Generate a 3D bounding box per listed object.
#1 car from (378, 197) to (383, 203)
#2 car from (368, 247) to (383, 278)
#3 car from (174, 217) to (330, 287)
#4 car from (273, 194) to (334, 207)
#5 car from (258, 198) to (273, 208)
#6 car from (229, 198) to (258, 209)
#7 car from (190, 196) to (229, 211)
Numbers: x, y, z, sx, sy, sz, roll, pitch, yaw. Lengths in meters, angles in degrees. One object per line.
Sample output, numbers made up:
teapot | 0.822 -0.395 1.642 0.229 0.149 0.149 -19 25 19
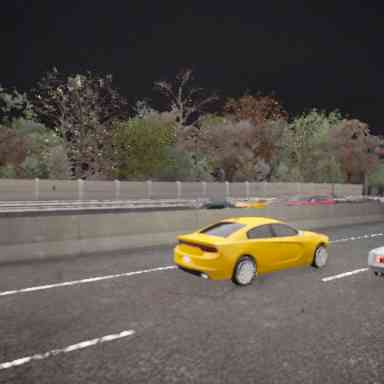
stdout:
car | 34.802 1.376 58.788 4.674 1.442 1.812 0 0 -35
car | 6.509 1.572 8.384 4.718 1.301 1.895 0 0 -36
car | 1.881 1.458 9.387 5.008 1.535 1.882 0 0 -36
car | 9.807 1.159 28.182 5.566 2.045 2.150 0 0 -35
car | 8.931 1.286 31.853 4.553 1.767 2.097 0 0 -35
car | 6.608 1.412 34.496 5.008 1.535 1.882 0 0 -35
car | 1.950 1.293 35.472 4.553 1.767 2.097 0 0 -35
